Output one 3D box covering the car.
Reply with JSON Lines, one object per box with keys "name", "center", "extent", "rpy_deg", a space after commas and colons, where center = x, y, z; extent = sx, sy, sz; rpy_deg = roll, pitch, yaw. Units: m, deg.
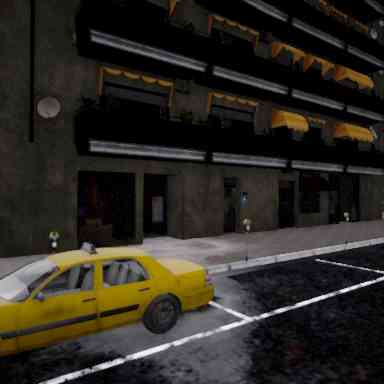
{"name": "car", "center": [-1.882, 1.522, 5.207], "extent": [4.829, 1.417, 1.752], "rpy_deg": [0, 0, -35]}
